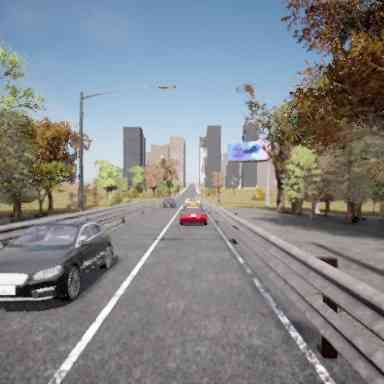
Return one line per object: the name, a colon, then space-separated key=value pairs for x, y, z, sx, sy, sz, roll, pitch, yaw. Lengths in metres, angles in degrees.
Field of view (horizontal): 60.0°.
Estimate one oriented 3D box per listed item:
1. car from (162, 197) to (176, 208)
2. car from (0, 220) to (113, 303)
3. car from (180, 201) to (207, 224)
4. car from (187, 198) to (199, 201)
car: x=-3.344 y=1.594 z=49.561 sx=1.837 sy=1.490 sz=4.892 roll=0 pitch=0 yaw=0
car: x=-3.347 y=1.501 z=8.409 sx=2.128 sy=1.511 sz=4.902 roll=0 pitch=0 yaw=0
car: x=0.102 y=1.606 z=24.884 sx=1.994 sy=1.385 sz=4.181 roll=0 pitch=0 yaw=0
car: x=0.087 y=1.555 z=42.684 sx=1.882 sy=1.535 sz=5.008 roll=0 pitch=0 yaw=0
